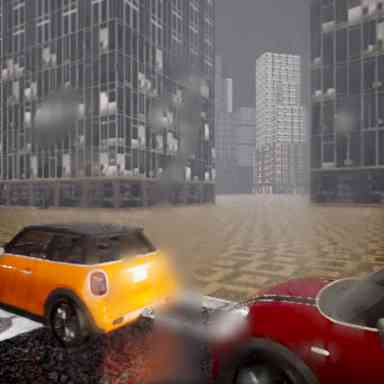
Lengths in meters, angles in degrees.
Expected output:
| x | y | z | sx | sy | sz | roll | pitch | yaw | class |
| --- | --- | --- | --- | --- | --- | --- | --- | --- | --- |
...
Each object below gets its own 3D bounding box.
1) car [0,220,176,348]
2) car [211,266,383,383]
| x | y | z | sx | sy | sz | roll | pitch | yaw | class |
| --- | --- | --- | --- | --- | --- | --- | --- | --- | --- |
| -2.582 | 1.374 | 6.546 | 4.553 | 1.767 | 2.097 | 0 | 0 | 35 | car |
| 2.409 | 1.346 | 3.047 | 4.553 | 1.767 | 2.097 | 0 | 0 | 35 | car |
